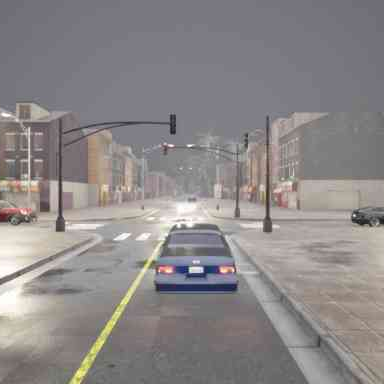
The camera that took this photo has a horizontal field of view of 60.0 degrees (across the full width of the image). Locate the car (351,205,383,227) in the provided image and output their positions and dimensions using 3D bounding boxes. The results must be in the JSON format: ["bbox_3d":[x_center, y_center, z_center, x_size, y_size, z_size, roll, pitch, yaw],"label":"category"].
[{"bbox_3d":[12.356,1.521,21.035,4.313,1.339,1.947,0,0,0],"label":"car"}]

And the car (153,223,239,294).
[{"bbox_3d":[0.083,1.549,8.920,2.033,1.411,5.357,0,0,0],"label":"car"}]

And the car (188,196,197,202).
[{"bbox_3d":[0.019,1.547,75.854,1.882,1.535,5.008,0,0,0],"label":"car"}]

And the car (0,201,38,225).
[{"bbox_3d":[-13.466,1.397,23.641,4.553,1.767,2.097,0,0,-1],"label":"car"}]
